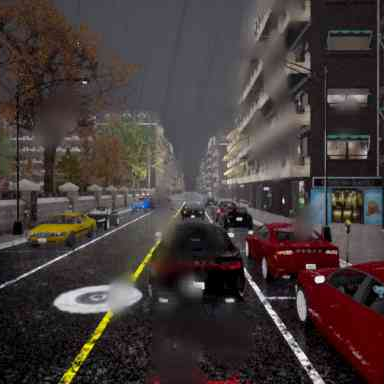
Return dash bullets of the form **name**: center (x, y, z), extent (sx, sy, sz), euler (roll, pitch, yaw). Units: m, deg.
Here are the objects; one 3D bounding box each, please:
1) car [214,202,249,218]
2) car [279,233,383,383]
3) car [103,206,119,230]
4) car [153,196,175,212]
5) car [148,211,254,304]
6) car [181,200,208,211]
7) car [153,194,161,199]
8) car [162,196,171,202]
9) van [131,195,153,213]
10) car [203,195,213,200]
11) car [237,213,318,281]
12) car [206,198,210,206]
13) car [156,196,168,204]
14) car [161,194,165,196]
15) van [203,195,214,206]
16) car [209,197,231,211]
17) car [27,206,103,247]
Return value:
- **car**: center (2.667, 1.567, 20.798), extent (1.947, 1.339, 4.313), euler (0, 0, 0)
- **car**: center (2.682, 1.544, 4.192), extent (1.887, 1.381, 4.507), euler (0, 0, 0)
- **car**: center (-5.713, 1.551, 20.790), extent (2.008, 1.369, 4.403), euler (0, 0, 0)
- **car**: center (-3.085, 1.511, 39.232), extent (1.837, 1.490, 4.892), euler (0, 0, 0)
- **car**: center (0.089, 1.477, 8.245), extent (1.882, 1.535, 5.008), euler (0, 0, 0)
- **car**: center (0.075, 1.603, 27.944), extent (1.895, 1.301, 4.718), euler (0, 0, 0)
- **car**: center (-5.735, 1.321, 42.930), extent (2.192, 1.841, 5.009), euler (0, 0, 0)
- **car**: center (-5.762, 1.602, 76.141), extent (1.802, 1.307, 4.206), euler (0, 0, 0)
- **van**: center (-5.729, 1.345, 37.394), extent (1.690, 1.788, 3.998), euler (0, 0, 0)
- **car**: center (2.643, 1.574, 48.473), extent (1.947, 1.339, 4.313), euler (0, 0, 0)
- **car**: center (2.677, 1.544, 9.727), extent (1.887, 1.381, 4.507), euler (0, 0, 0)
- **car**: center (2.657, 1.569, 31.868), extent (1.947, 1.339, 4.313), euler (0, 0, 0)
- **car**: center (-5.752, 1.581, 65.072), extent (1.947, 1.339, 4.313), euler (0, 0, 0)
- **car**: center (-5.749, 1.327, 59.536), extent (2.192, 1.841, 5.009), euler (0, 0, 0)
- **van**: center (2.636, 1.351, 54.009), extent (1.690, 1.788, 3.998), euler (0, 0, 0)
- **car**: center (2.661, 1.442, 26.333), extent (1.967, 1.590, 4.097), euler (0, 0, 0)
- **car**: center (-5.708, 1.525, 15.084), extent (1.752, 1.417, 4.829), euler (0, 0, 0)
